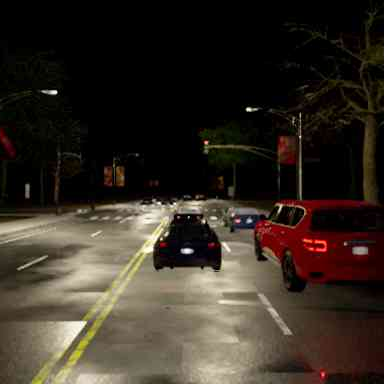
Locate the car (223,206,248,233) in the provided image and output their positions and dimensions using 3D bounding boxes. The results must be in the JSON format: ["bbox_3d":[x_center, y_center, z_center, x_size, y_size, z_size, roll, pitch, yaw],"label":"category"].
[{"bbox_3d":[2.947,1.536,19.735,2.033,1.411,5.357,0,0,-1],"label":"car"}]

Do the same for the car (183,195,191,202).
[{"bbox_3d":[-1.109,1.587,77.472,1.895,1.301,4.718,0,0,-1],"label":"car"}]

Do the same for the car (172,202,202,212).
[{"bbox_3d":[-0.245,1.588,22.214,1.895,1.301,4.718,0,0,-1],"label":"car"}]

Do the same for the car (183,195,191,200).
[{"bbox_3d":[-1.248,1.431,87.440,1.994,1.385,4.181,0,0,-1],"label":"car"}]

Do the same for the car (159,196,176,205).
[{"bbox_3d":[-4.146,1.486,56.777,1.837,1.490,4.892,0,0,-1],"label":"car"}]

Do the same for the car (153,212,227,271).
[{"bbox_3d":[-0.097,1.556,10.930,1.994,1.385,4.181,0,0,1],"label":"car"}]

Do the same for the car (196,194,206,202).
[{"bbox_3d":[2.141,1.545,77.488,1.994,1.385,4.181,0,0,-1],"label":"car"}]

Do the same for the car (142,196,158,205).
[{"bbox_3d":[-7.396,1.486,56.723,1.837,1.490,4.892,0,0,-1],"label":"car"}]

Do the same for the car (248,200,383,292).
[{"bbox_3d":[3.196,1.216,9.062,2.150,2.045,5.566,0,0,-1],"label":"car"}]

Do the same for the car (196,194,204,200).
[{"bbox_3d":[2.002,1.357,87.485,1.882,1.535,5.008,0,0,-1],"label":"car"}]
